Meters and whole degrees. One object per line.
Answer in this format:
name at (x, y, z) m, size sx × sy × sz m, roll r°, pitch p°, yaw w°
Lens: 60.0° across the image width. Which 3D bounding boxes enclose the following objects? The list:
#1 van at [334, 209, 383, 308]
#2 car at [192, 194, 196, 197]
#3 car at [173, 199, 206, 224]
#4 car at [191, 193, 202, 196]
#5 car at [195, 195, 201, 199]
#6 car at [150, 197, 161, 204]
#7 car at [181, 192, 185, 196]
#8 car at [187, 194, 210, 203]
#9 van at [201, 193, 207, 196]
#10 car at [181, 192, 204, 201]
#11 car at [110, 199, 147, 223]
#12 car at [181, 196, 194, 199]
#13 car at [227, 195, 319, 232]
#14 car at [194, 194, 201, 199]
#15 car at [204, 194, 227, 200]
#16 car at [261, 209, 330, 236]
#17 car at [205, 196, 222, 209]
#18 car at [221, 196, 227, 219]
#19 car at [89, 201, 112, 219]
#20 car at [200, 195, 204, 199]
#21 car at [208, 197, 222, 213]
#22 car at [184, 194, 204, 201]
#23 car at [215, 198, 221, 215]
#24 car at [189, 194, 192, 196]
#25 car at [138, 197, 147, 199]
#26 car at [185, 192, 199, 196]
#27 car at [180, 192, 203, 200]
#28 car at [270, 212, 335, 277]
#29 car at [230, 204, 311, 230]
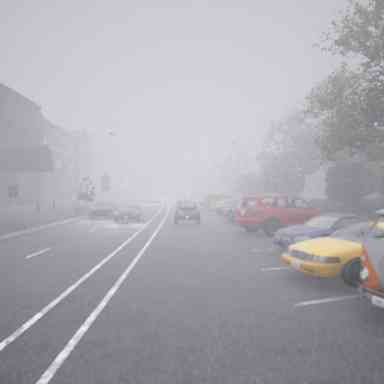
van at (5.172, 1.256, 6.254) m, size 4.442 × 1.987 × 1.878 m, roll 1°, pitch 0°, yaw -21°
car at (3.231, 1.596, 56.826) m, size 5.366 × 1.575 × 1.946 m, roll 1°, pitch -1°, yaw -25°
car at (-0.382, 1.504, 24.824) m, size 2.128 × 1.511 × 4.902 m, roll 0°, pitch 0°, yaw -2°
car at (2.856, 1.484, 59.717) m, size 4.553 × 1.767 × 2.185 m, roll 1°, pitch 0°, yaw -25°
car at (3.509, 1.573, 50.817) m, size 5.008 × 1.535 × 2.097 m, roll 1°, pitch 0°, yaw -24°
car at (-7.260, 1.710, 66.222) m, size 1.994 × 1.385 × 4.181 m, roll 0°, pitch 0°, yaw -5°
car at (1.138, 1.293, 77.454) m, size 5.566 × 2.045 × 2.435 m, roll 0°, pitch 1°, yaw -26°
car at (1.441, 1.454, 74.501) m, size 4.553 × 1.767 × 2.185 m, roll 0°, pitch 0°, yaw -26°
van at (4.000, 1.325, 44.946) m, size 4.442 × 1.987 × 1.878 m, roll 1°, pitch -1°, yaw -24°
car at (0.142, 1.129, 86.313) m, size 5.566 × 2.045 × 2.435 m, roll 0°, pitch 2°, yaw -27°
car at (-4.770, 1.545, 25.894) m, size 1.812 × 1.442 × 4.674 m, roll 0°, pitch 0°, yaw -2°
car at (-1.228, 1.609, 42.785) m, size 2.033 × 1.411 × 5.357 m, roll 0°, pitch 0°, yaw -3°
car at (5.095, 1.236, 18.194) m, size 5.566 × 2.045 × 2.435 m, roll 1°, pitch 0°, yaw -22°
car at (3.279, 1.584, 53.786) m, size 5.008 × 1.535 × 2.097 m, roll 1°, pitch -1°, yaw -24°
car at (4.205, 1.403, 38.953) m, size 4.553 × 1.767 × 2.185 m, roll 1°, pitch -1°, yaw -23°
car at (5.197, 1.523, 12.238) m, size 4.674 × 1.452 × 2.002 m, roll 1°, pitch 0°, yaw -21°
car at (4.383, 1.520, 35.994) m, size 5.008 × 1.535 × 2.097 m, roll 1°, pitch 0°, yaw -23°
car at (4.858, 1.368, 24.111) m, size 4.553 × 1.767 × 2.185 m, roll 1°, pitch 0°, yaw -22°
car at (-7.714, 1.508, 29.502) m, size 1.882 × 1.535 × 5.008 m, roll 0°, pitch 0°, yaw -2°
car at (4.078, 1.539, 41.923) m, size 5.008 × 1.535 × 2.097 m, roll 1°, pitch 0°, yaw -24°
car at (4.503, 1.542, 33.012) m, size 4.792 × 1.488 × 2.163 m, roll 1°, pitch 0°, yaw -23°
car at (0.535, 1.317, 83.396) m, size 4.553 × 1.767 × 2.185 m, roll 0°, pitch 2°, yaw -27°
car at (4.791, 1.501, 27.084) m, size 4.892 × 1.521 × 2.231 m, roll 1°, pitch 0°, yaw -22°
car at (2.573, 1.620, 62.671) m, size 5.008 × 1.535 × 2.097 m, roll 1°, pitch 0°, yaw -25°
car at (-10.403, 1.669, 69.748) m, size 1.994 × 1.385 × 4.181 m, roll 0°, pitch 0°, yaw -5°
car at (2.074, 1.369, 68.610) m, size 5.566 × 2.045 × 2.435 m, roll 1°, pitch 0°, yaw -26°
car at (-0.166, 1.066, 89.299) m, size 5.566 × 2.045 × 2.435 m, roll 0°, pitch 1°, yaw -27°
car at (5.069, 1.477, 9.201) m, size 5.366 × 1.575 × 1.946 m, roll 1°, pitch 0°, yaw -21°
car at (4.986, 1.530, 21.146) m, size 4.674 × 1.452 × 2.002 m, roll 1°, pitch 0°, yaw -22°
